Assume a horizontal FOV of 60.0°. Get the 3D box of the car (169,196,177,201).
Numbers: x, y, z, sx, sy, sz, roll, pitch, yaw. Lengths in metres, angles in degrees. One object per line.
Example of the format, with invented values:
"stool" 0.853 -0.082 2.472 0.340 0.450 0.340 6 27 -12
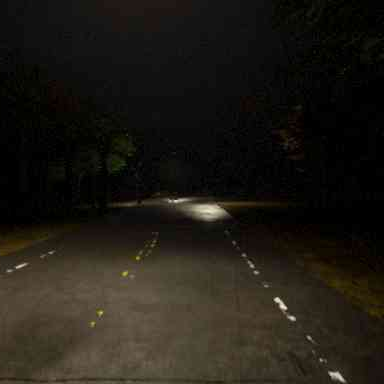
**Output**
"car" -4.958 1.667 88.521 1.812 1.442 4.674 0 0 2
